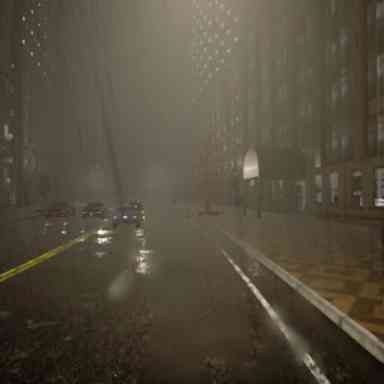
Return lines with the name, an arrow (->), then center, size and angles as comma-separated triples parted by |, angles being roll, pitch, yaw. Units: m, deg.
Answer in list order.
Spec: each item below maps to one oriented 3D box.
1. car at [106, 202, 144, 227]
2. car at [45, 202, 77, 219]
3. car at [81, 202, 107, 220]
car -> -4.520, 1.670, 23.707 | 2.033, 1.411, 5.357 | 0, 0, -6
car -> -12.032, 1.629, 30.689 | 1.882, 1.535, 5.008 | 0, -1, -7
car -> -8.694, 1.660, 30.125 | 1.837, 1.490, 4.892 | 0, -1, -7
